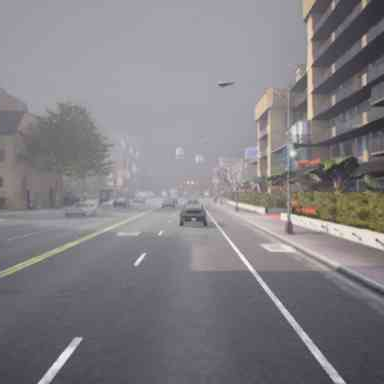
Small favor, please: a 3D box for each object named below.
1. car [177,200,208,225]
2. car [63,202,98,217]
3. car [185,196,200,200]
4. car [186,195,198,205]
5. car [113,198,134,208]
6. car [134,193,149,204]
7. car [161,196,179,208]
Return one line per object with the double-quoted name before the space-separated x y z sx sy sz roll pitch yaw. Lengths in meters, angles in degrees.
"car" 0.105 1.564 24.294 1.837 1.490 4.892 0 0 0
"car" -10.592 1.679 31.835 1.895 1.301 4.718 0 0 0
"car" 0.097 1.473 49.982 2.097 1.767 4.553 0 0 0
"car" 0.011 1.500 61.100 2.097 1.767 4.553 0 0 0
"car" -10.564 1.600 50.159 1.882 1.535 5.008 0 0 0
"car" -10.490 1.506 66.609 2.097 1.767 4.553 0 0 0
"car" -3.391 1.667 49.033 2.033 1.411 5.357 0 0 0
